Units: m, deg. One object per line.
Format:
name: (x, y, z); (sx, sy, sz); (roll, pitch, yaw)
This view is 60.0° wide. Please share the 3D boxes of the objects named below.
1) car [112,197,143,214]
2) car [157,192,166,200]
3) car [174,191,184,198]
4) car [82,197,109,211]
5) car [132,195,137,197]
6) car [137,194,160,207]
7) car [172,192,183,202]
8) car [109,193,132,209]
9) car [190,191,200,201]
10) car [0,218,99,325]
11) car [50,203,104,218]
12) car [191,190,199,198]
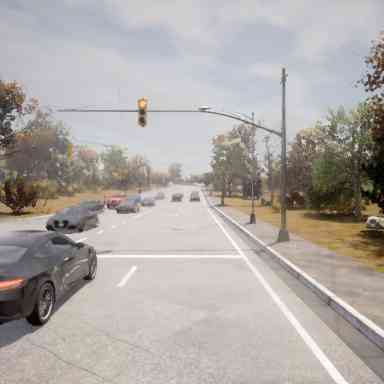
car: (-6.829, 1.525, 35.796); (1.812, 1.442, 4.674); (0, 0, 1)
car: (-6.439, 0.785, 68.386); (1.837, 1.490, 4.892); (0, 3, 1)
car: (-2.884, 0.587, 74.043); (1.895, 1.301, 4.718); (0, 3, 1)
car: (-10.343, 1.504, 34.129); (1.837, 1.490, 4.892); (0, 0, 1)
car: (-10.094, 1.227, 59.237); (1.882, 1.535, 5.008); (0, 4, 1)
car: (-6.688, 1.473, 50.864); (2.128, 1.511, 4.902); (0, 1, 1)
car: (-2.877, 1.010, 64.109); (1.837, 1.490, 4.892); (0, 3, 1)
car: (-10.232, 1.223, 46.096); (2.150, 2.045, 5.566); (0, 0, 0)
car: (0.628, 1.079, 64.588); (1.895, 1.301, 4.718); (0, 3, 1)
car: (-3.403, 1.526, 6.968); (1.812, 1.442, 4.674); (0, 0, -1)
car: (-6.969, 1.564, 19.737); (1.994, 1.385, 4.181); (0, 0, 0)
car: (0.623, 0.493, 74.461); (1.812, 1.442, 4.674); (0, 3, 1)
